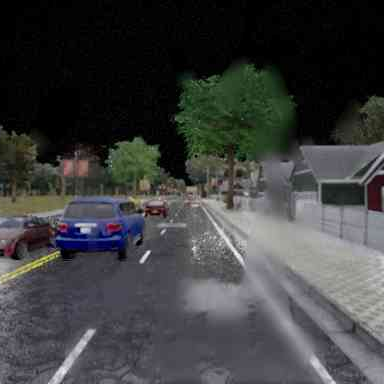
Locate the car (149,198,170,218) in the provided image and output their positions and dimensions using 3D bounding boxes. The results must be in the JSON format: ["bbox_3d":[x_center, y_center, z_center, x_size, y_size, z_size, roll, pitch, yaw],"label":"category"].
[{"bbox_3d":[-3.153,1.495,30.792,1.882,1.535,5.008,0,0,0],"label":"car"}]

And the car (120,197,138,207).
[{"bbox_3d":[-9.818,1.532,52.043,1.882,1.535,5.008,0,0,0],"label":"car"}]

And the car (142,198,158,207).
[{"bbox_3d":[-6.575,1.620,52.790,1.994,1.385,4.181,0,0,0],"label":"car"}]

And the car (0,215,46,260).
[{"bbox_3d":[-6.600,1.567,12.237,1.994,1.385,4.181,0,0,0],"label":"car"}]

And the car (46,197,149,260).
[{"bbox_3d":[-3.152,1.225,12.548,2.150,2.045,5.566,0,0,0],"label":"car"}]

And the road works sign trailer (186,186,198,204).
[{"bbox_3d":[-0.003,0.557,66.774,2.380,3.560,2.880,0,0,0],"label":"road works sign trailer"}]
